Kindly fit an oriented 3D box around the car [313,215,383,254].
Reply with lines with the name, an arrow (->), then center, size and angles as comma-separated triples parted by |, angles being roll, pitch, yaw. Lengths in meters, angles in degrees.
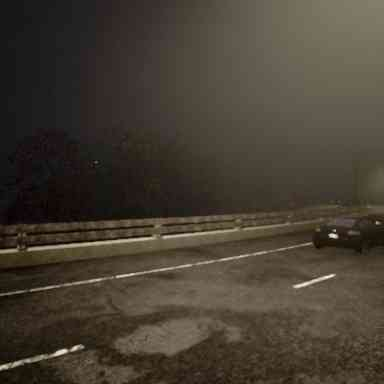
car -> 7.028, 1.718, 14.501 | 4.181, 1.385, 1.994 | 1, 0, -44
